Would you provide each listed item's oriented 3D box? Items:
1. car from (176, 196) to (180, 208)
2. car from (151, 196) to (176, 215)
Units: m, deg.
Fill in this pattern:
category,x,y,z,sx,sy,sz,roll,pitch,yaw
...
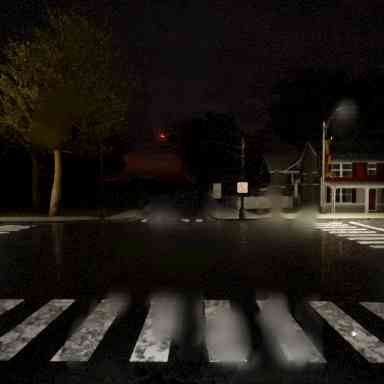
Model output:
category,x,y,z,sx,sy,sz,roll,pitch,yaw
car,-2.945,1.460,44.136,1.837,1.490,4.892,0,0,0
car,-2.982,1.447,33.834,1.882,1.535,5.008,0,0,0
